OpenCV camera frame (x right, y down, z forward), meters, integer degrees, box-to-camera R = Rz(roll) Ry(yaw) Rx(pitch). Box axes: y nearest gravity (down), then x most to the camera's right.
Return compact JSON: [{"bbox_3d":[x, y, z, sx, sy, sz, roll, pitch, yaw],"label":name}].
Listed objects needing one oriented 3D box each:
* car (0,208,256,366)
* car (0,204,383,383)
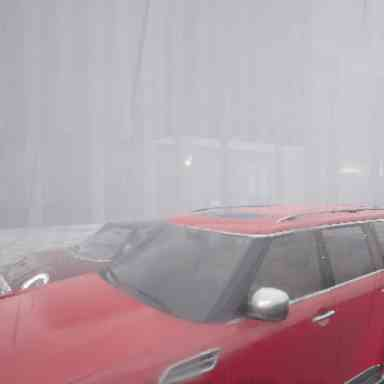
[{"bbox_3d":[-1.141,1.311,6.382,4.553,1.767,2.097,0,0,-35],"label":"car"},{"bbox_3d":[0.547,1.200,3.593,5.566,2.045,2.150,0,0,-35],"label":"car"}]
